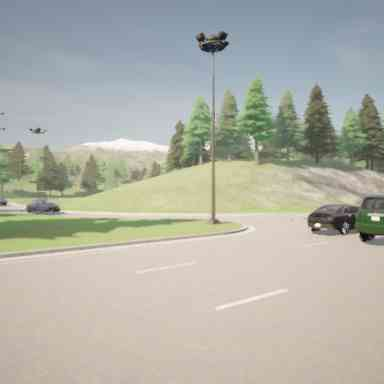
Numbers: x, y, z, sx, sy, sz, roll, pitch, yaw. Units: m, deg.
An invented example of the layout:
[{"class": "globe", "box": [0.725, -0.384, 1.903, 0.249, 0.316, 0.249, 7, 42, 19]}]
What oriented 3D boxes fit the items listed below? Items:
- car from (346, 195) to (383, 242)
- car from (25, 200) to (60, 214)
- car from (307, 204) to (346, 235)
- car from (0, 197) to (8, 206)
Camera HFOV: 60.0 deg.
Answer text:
[{"class": "car", "box": [9.509, 1.147, 14.831, 5.566, 2.045, 2.150, 0, 0, -35]}, {"class": "car", "box": [-15.466, 1.533, 34.417, 4.181, 1.385, 1.994, 0, 0, 38]}, {"class": "car", "box": [8.353, 1.426, 18.306, 4.892, 1.490, 1.837, 0, 0, -35]}, {"class": "car", "box": [-30.868, 1.525, 53.461, 2.033, 1.411, 5.357, 0, 0, -34]}]
